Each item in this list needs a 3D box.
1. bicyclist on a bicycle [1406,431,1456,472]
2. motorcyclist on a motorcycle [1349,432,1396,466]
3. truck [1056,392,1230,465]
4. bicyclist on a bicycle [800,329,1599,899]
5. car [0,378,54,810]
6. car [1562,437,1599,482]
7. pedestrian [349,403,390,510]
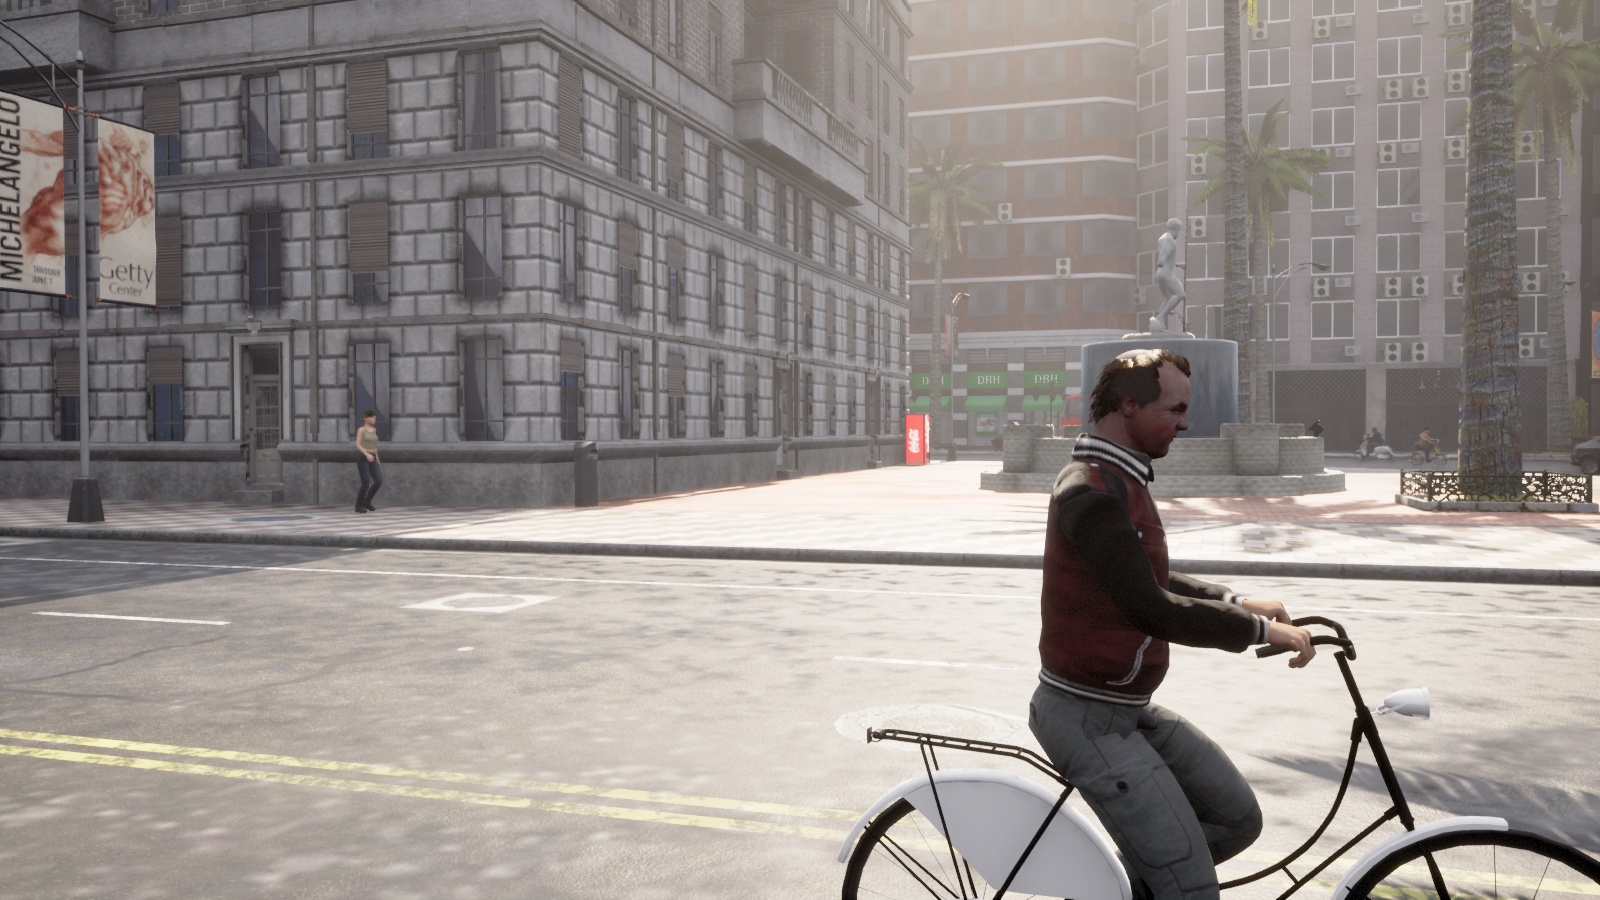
[{"bbox_3d":[25.133,0.056,50.037,0.866,1.612,1.509,-1,1,-35],"label":"bicyclist on a bicycle"},{"bbox_3d":[26.914,-0.064,59.032,0.866,1.590,1.817,-1,1,-41],"label":"motorcyclist on a motorcycle"},{"bbox_3d":[17.162,-1.103,63.207,7.936,3.462,2.891,1,1,38],"label":"truck"},{"bbox_3d":[0.978,0.655,2.875,1.843,1.776,0.659,0,1,19],"label":"bicyclist on a bicycle"},{"bbox_3d":[-5.684,0.582,5.087,4.553,1.767,2.097,1,1,18],"label":"car"},{"bbox_3d":[26.614,0.324,39.245,1.812,1.442,4.674,0,1,-19],"label":"car"},{"bbox_3d":[-7.491,0.105,21.859,0.594,1.836,0.345,1,1,24],"label":"pedestrian"}]
